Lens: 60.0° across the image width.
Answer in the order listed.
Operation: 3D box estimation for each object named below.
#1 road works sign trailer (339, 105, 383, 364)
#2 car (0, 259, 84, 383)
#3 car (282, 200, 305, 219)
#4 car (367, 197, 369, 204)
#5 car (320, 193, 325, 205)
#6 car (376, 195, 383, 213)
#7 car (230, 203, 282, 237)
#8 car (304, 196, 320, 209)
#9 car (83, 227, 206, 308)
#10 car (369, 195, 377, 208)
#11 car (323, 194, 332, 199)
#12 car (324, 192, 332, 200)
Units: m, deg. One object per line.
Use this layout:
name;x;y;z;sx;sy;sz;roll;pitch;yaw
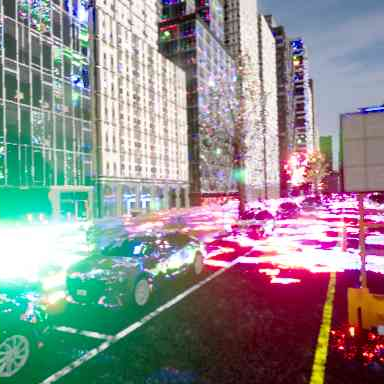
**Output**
road works sign trailer;3.654;0.393;5.190;2.380;3.560;2.880;-2;0;25
car;-3.467;1.676;3.288;2.008;1.369;4.403;-2;0;25
car;8.195;1.547;28.374;1.802;1.307;4.206;-2;0;25
car;27.450;1.122;49.926;2.008;1.369;4.403;-2;-1;25
car;19.855;1.363;53.459;1.887;1.381;4.507;-2;0;25
car;18.118;1.128;29.859;1.967;1.590;4.097;-2;0;25
car;3.457;1.553;18.185;1.752;1.417;4.829;-2;0;25
car;15.118;1.402;43.270;1.752;1.417;4.829;-2;0;25
car;-1.135;1.636;8.305;1.887;1.381;4.507;-2;0;25
car;22.786;1.179;39.892;2.008;1.369;4.403;-2;0;25
car;35.837;1.213;87.836;1.947;1.339;4.313;-2;-1;25
car;33.501;0.986;82.830;2.192;1.841;5.009;-2;-1;25
